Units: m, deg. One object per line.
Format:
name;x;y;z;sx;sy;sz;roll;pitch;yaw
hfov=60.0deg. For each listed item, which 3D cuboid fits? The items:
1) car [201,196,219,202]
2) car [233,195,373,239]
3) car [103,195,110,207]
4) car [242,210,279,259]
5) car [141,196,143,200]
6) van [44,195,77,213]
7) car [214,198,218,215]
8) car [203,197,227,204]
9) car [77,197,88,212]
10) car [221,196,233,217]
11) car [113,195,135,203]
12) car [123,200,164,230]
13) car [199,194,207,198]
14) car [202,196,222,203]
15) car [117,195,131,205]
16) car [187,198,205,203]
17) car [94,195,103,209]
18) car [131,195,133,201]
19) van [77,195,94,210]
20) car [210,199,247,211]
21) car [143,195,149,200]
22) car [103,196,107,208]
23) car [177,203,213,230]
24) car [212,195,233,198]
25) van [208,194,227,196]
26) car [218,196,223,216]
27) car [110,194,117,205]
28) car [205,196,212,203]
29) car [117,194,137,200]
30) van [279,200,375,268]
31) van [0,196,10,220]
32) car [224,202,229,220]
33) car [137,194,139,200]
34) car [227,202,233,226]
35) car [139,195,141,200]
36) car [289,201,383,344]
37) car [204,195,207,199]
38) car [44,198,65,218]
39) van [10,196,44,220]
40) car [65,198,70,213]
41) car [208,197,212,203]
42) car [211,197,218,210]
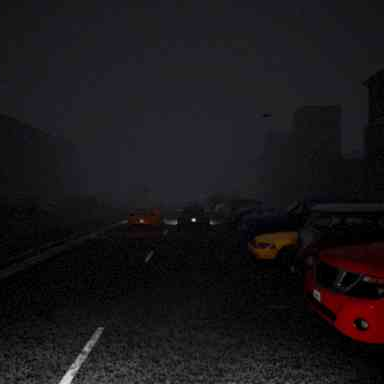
car;4.728;1.869;88.474;4.792;1.488;2.163;0;0;0
car;4.683;1.248;13.443;5.566;2.045;2.435;0;0;0
car;-15.547;1.581;50.883;4.553;1.767;2.185;0;0;0
car;4.525;1.490;10.664;5.366;1.575;1.946;0;0;0
car;-15.534;1.830;83.852;5.008;1.535;2.097;0;0;0
van;-15.623;1.399;36.971;4.442;1.987;1.878;0;0;0
car;4.718;1.562;30.117;4.892;1.521;2.231;0;0;0
car;4.708;1.759;69.028;4.892;1.521;2.231;0;0;0
car;-15.513;1.641;39.727;5.008;1.535;2.097;0;0;0
car;4.680;1.410;24.559;4.553;1.767;2.185;0;0;0
car;-15.503;1.682;75.580;4.553;1.767;2.185;0;0;0
car;-2.898;1.522;21.694;1.882;1.535;5.008;0;0;0
car;4.686;1.494;66.250;5.566;2.045;2.435;0;0;0
car;4.759;1.834;80.138;4.792;1.488;2.163;0;0;0
car;-15.499;1.811;67.306;4.792;1.488;2.163;0;0;0
car;0.103;1.685;37.894;1.994;1.385;4.181;0;0;0
car;-15.540;1.424;45.244;5.566;2.045;2.435;0;0;0
car;-15.532;1.831;70.063;4.674;1.452;2.002;0;0;0
van;-15.393;1.433;42.486;4.442;1.987;1.878;0;0;0
car;4.715;1.675;44.012;4.674;1.452;2.002;0;0;0
car;-15.517;1.608;92.125;5.566;2.045;2.435;0;0;0
car;-15.509;1.691;48.126;5.008;1.535;2.097;0;0;0
car;0.101;1.607;21.412;1.994;1.385;4.181;0;0;0
car;4.744;1.464;35.676;4.553;1.767;2.185;0;0;0
van;4.830;1.424;46.793;4.442;1.987;1.878;0;0;0
car;4.681;1.421;27.340;4.553;1.767;2.185;0;0;0
car;-15.546;1.470;53.519;5.566;2.045;2.435;0;0;0
car;4.527;1.617;41.233;5.366;1.575;1.946;0;0;0
car;-15.504;1.548;72.823;5.566;2.045;2.435;0;0;0
van;4.594;1.263;7.885;4.442;1.987;1.878;0;0;0
van;-15.612;1.328;23.185;4.442;1.987;1.878;0;0;0
car;4.709;1.565;21.779;4.674;1.452;2.002;0;0;0
car;-15.533;1.855;78.207;4.674;1.452;2.002;0;0;0
car;4.705;1.516;19.001;4.892;1.521;2.231;0;0;0
car;-15.535;1.862;81.095;4.674;1.452;2.002;0;0;0
car;4.682;1.232;5.108;5.566;2.045;2.435;0;0;0
car;4.707;1.680;52.351;4.892;1.521;2.231;0;0;0
car;-15.317;1.591;31.455;5.366;1.575;1.946;0;0;0
van;-15.617;1.353;28.698;4.442;1.987;1.878;0;0;0
car;-15.501;1.649;34.213;4.674;1.452;2.002;0;0;0
car;4.707;1.604;38.454;5.008;1.535;2.097;0;0;0
car;4.708;1.575;32.894;5.008;1.535;2.097;0;0;0
